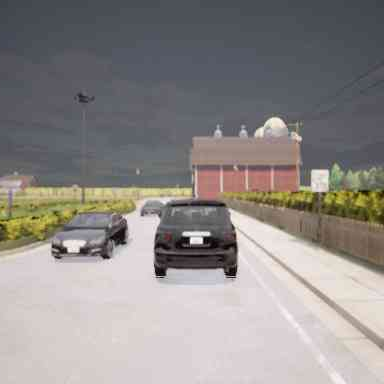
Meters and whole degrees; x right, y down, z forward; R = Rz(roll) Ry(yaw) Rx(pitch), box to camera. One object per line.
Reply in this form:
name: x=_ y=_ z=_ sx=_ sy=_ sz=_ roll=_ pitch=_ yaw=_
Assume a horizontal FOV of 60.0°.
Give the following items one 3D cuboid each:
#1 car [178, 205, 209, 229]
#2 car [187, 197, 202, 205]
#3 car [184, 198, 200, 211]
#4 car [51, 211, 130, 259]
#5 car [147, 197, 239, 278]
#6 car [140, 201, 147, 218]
car: x=0.061 y=1.598 z=22.659 sx=1.895 sy=1.301 sz=4.718 roll=0 pitch=0 yaw=0
car: x=0.480 y=1.547 z=57.985 sx=1.994 sy=1.385 sz=4.181 roll=-1 pitch=0 yaw=11
car: x=0.023 y=1.558 z=42.337 sx=1.994 sy=1.385 sz=4.181 roll=0 pitch=0 yaw=0
car: x=-3.618 y=1.488 z=12.593 sx=2.128 sy=1.511 sz=4.902 roll=0 pitch=0 yaw=0
car: x=0.091 y=1.219 z=10.330 sx=2.150 sy=2.045 sz=5.566 roll=0 pitch=0 yaw=0
car: x=-3.584 y=1.503 z=30.686 sx=1.837 sy=1.490 sz=4.892 roll=0 pitch=-1 yaw=0
